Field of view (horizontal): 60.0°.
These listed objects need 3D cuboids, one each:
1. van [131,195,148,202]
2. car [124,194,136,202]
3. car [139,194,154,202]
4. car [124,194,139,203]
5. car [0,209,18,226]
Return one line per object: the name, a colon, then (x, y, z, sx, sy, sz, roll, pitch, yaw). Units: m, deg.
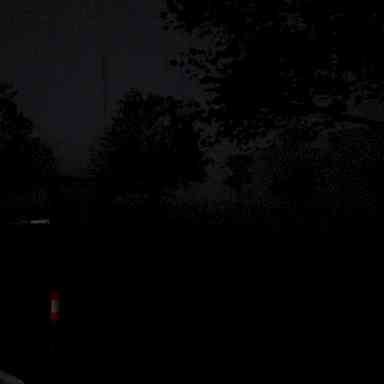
van: (-14.600, 1.802, 92.714, 4.442, 1.987, 1.878, 0, -2, -17)
car: (-15.481, 1.505, 82.662, 2.150, 2.045, 5.566, 0, -1, -17)
car: (-12.697, 1.611, 86.824, 5.566, 2.045, 2.435, 0, -1, -17)
car: (-13.447, 1.696, 72.486, 1.812, 1.442, 4.674, 0, -1, 0)
car: (-13.958, 1.434, 22.063, 2.097, 1.767, 4.553, 0, 0, 23)
